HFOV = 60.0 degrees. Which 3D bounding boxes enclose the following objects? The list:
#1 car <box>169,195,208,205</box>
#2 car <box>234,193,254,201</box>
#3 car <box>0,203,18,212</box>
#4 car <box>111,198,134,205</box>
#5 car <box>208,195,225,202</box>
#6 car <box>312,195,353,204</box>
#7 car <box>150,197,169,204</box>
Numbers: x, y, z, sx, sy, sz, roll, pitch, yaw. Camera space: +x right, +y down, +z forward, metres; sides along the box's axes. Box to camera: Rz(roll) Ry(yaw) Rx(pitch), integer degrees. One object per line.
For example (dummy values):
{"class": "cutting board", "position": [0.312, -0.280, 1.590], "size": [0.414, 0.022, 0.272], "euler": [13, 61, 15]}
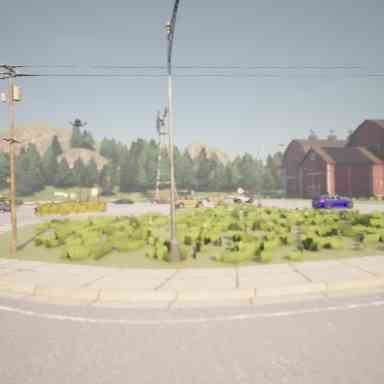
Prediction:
{"class": "car", "position": [-0.524, 1.400, 47.821], "size": [4.605, 1.855, 1.932], "euler": [-2, 0, -15]}
{"class": "car", "position": [9.529, 1.149, 61.177], "size": [3.866, 1.878, 1.905], "euler": [-2, 0, -15]}
{"class": "car", "position": [-28.420, 2.400, 51.430], "size": [2.033, 1.411, 5.357], "euler": [-2, 0, -14]}
{"class": "car", "position": [-15.423, 2.071, 73.733], "size": [5.357, 1.411, 2.033], "euler": [-2, 0, 30]}
{"class": "car", "position": [5.392, 1.472, 74.019], "size": [4.193, 1.474, 1.816], "euler": [-2, 0, -15]}
{"class": "car", "position": [15.986, 1.108, 37.847], "size": [4.611, 1.667, 2.242], "euler": [-2, 0, -15]}
{"class": "car", "position": [-6.684, 1.809, 69.438], "size": [3.905, 1.438, 1.784], "euler": [-2, 0, -15]}
